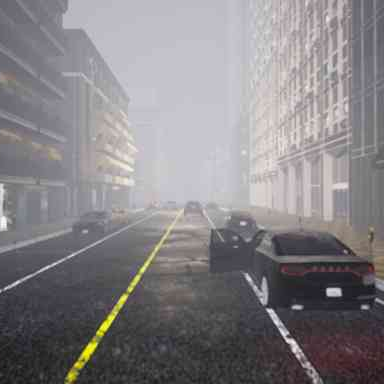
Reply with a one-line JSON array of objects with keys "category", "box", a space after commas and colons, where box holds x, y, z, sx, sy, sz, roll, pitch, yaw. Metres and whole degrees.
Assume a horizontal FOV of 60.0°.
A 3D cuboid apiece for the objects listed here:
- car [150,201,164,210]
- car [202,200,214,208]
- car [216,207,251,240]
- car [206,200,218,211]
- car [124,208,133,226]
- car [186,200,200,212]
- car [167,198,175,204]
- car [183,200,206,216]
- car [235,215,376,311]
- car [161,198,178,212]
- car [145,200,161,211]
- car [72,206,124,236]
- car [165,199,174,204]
[{"category": "car", "box": [-5.580, 2.083, 53.733, 1.802, 1.307, 4.206, 0, -1, 0]}, {"category": "car", "box": [2.811, 2.099, 59.365, 2.008, 1.369, 4.403, 0, -1, 0]}, {"category": "car", "box": [2.732, 1.742, 19.827, 1.947, 1.339, 4.313, 0, -1, 0]}, {"category": "car", "box": [2.789, 1.985, 48.068, 1.887, 1.381, 4.507, 0, -1, 0]}, {"category": "car", "box": [-5.638, 1.759, 25.322, 1.752, 1.417, 4.829, 0, -1, 0]}, {"category": "car", "box": [0.113, 1.905, 46.445, 1.882, 1.535, 5.008, 0, -1, 0]}, {"category": "car", "box": [-5.511, 2.384, 87.623, 2.008, 1.369, 4.403, 0, -1, 0]}, {"category": "car", "box": [0.156, 1.687, 36.732, 2.097, 1.767, 4.553, 0, -1, 0]}, {"category": "car", "box": [2.380, 1.548, 8.042, 1.882, 1.535, 5.008, 0, -1, 0]}, {"category": "car", "box": [-2.903, 1.967, 46.871, 1.812, 1.442, 4.674, 0, -1, 0]}, {"category": "car", "box": [-5.592, 1.888, 48.086, 1.967, 1.590, 4.097, 0, -1, 0]}, {"category": "car", "box": [-5.649, 1.749, 19.843, 1.947, 1.339, 4.313, 0, -1, 0]}, {"category": "car", "box": [-5.524, 2.328, 81.975, 2.008, 1.369, 4.403, 0, -1, 0]}]
